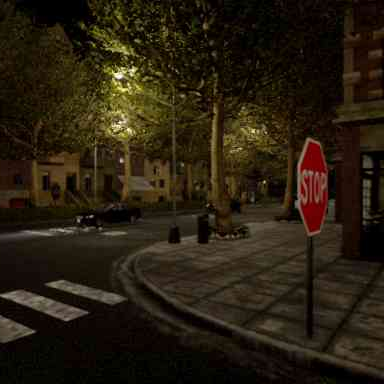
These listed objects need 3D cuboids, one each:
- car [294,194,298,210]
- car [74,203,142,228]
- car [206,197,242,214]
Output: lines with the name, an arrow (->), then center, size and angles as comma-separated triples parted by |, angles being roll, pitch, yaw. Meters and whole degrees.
car -> 12.568, 1.234, 35.905 | 2.435, 2.045, 5.566 | 0, 0, 36
car -> -5.538, 1.500, 22.432 | 2.128, 1.511, 4.902 | 0, 0, 36
car -> 3.377, 1.361, 34.617 | 2.097, 1.767, 4.553 | 0, 0, 36
